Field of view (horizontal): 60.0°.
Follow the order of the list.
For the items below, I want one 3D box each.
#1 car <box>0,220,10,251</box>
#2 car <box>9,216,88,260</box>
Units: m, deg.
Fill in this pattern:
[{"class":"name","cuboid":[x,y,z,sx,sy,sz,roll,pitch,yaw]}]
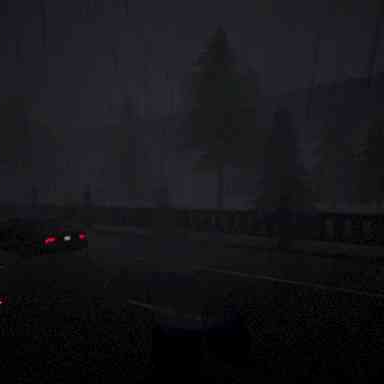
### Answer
[{"class":"car","cuboid":[-7.553,1.591,9.527,4.902,1.511,2.128,-1,-1,36]},{"class":"car","cuboid":[-6.326,1.669,12.975,5.357,1.411,2.033,-1,-1,36]}]
